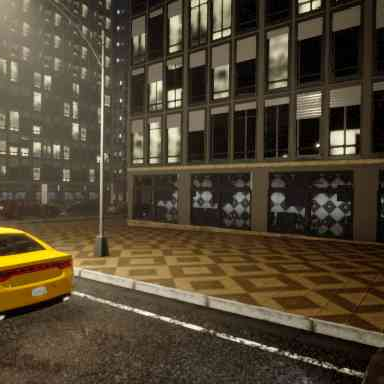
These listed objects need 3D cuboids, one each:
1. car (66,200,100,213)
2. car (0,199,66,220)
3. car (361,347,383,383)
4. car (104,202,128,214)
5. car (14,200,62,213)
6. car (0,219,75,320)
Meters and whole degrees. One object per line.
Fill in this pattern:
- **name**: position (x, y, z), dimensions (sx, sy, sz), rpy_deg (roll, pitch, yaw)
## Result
- **car**: position (-13.315, 1.744, 40.816), dimensions (2.033, 1.411, 5.357), rpy_deg (1, 0, 36)
- **car**: position (-14.374, 1.519, 29.592), dimensions (2.192, 1.841, 5.009), rpy_deg (1, 0, 36)
- **car**: position (3.491, 1.548, 1.208), dimensions (5.357, 1.411, 2.033), rpy_deg (0, 0, 35)
- **car**: position (-7.603, 1.830, 38.823), dimensions (1.752, 1.417, 4.829), rpy_deg (1, 0, 36)
- **car**: position (-17.898, 1.643, 38.956), dimensions (1.752, 1.417, 4.829), rpy_deg (1, 0, 36)
- **car**: position (-4.528, 1.474, 6.881), dimensions (5.008, 1.535, 1.882), rpy_deg (0, 0, 35)
